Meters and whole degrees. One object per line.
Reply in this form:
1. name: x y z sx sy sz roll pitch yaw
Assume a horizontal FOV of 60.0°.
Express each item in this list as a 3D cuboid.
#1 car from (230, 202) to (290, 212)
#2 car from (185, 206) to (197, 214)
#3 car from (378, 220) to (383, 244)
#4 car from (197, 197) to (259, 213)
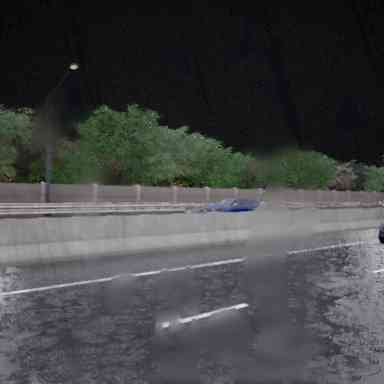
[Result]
1. car: 5.532 1.753 25.127 4.892 1.490 1.837 1 -1 -35
2. car: 1.572 1.740 30.902 4.902 1.511 2.128 1 -1 -35
3. car: 10.891 1.587 15.810 4.553 1.767 2.097 1 -1 -35
4. car: 3.488 1.469 27.970 5.566 2.045 2.150 1 -1 -35
